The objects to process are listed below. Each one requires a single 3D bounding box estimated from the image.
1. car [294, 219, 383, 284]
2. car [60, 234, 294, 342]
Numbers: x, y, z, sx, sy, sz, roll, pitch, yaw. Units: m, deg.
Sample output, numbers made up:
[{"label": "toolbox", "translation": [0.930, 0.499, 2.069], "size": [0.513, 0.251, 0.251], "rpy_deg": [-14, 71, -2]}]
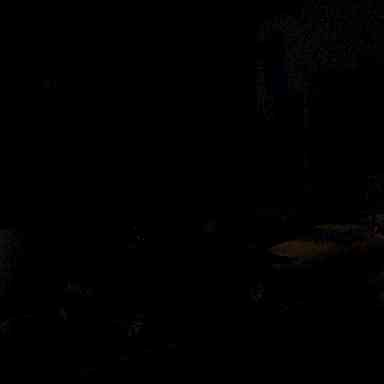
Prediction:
[{"label": "car", "translation": [4.030, 1.525, 9.577], "size": [4.829, 1.417, 1.752], "rpy_deg": [0, 0, -36]}, {"label": "car", "translation": [-0.242, 1.566, 6.496], "size": [4.313, 1.339, 1.947], "rpy_deg": [0, 0, -36]}]
